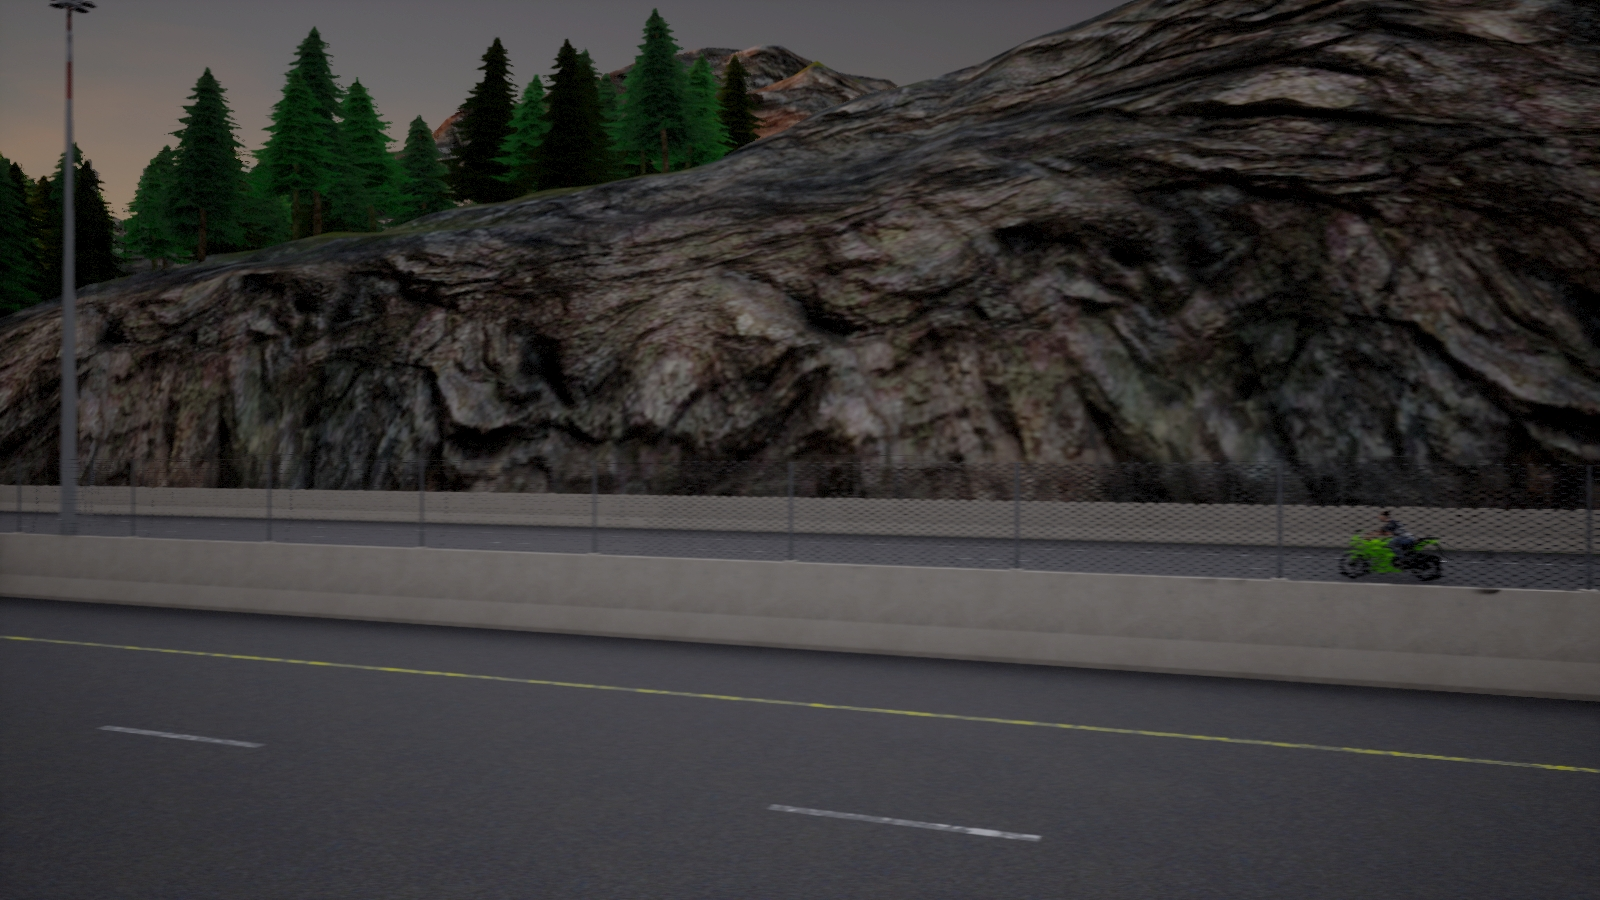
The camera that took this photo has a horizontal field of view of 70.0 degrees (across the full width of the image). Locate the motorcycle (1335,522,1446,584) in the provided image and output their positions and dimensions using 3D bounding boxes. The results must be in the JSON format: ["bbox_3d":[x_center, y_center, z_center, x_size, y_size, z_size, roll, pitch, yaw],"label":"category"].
[{"bbox_3d":[12.672,2.193,24.589,2.033,1.217,0.803,0,-1,20],"label":"motorcycle"}]
